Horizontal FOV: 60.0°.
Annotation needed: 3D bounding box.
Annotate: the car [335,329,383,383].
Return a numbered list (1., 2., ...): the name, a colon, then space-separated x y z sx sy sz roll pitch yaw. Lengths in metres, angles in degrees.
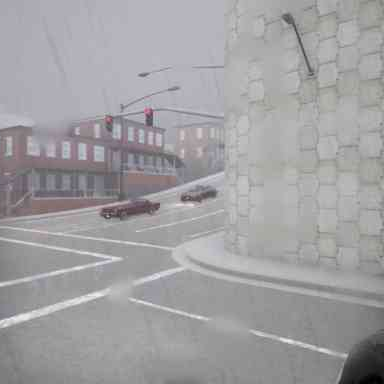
1. car: 3.327 1.492 1.591 4.902 1.511 2.128 0 0 36

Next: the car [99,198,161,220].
1. car: -4.542 1.187 24.715 1.895 1.301 4.718 0 5 35

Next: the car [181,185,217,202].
1. car: 0.690 0.078 32.099 1.994 1.385 4.181 0 9 36
